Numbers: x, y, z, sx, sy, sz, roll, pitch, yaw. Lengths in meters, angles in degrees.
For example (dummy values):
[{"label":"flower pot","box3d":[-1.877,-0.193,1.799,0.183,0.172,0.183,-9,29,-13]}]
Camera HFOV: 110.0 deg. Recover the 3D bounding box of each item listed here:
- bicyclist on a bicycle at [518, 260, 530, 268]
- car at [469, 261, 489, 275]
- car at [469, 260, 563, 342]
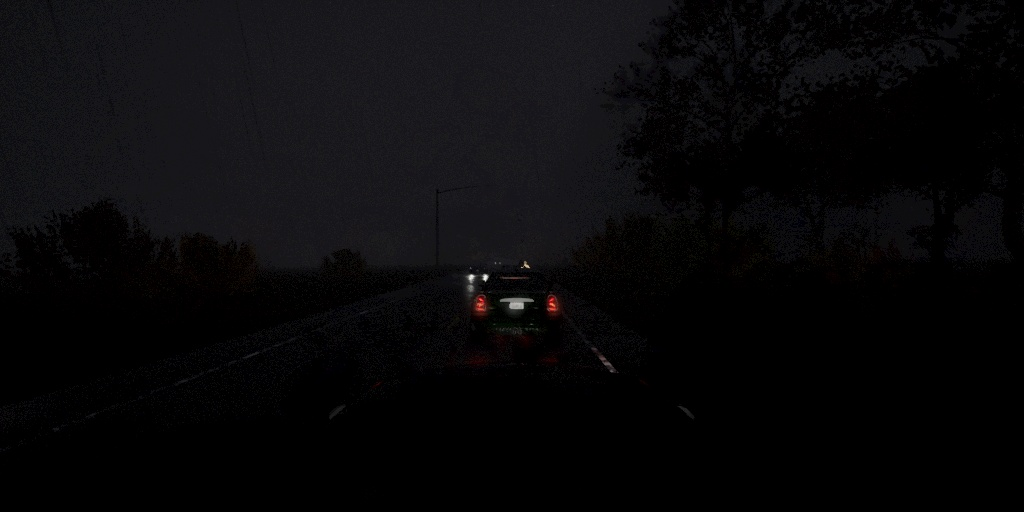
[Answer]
[{"label":"bicyclist on a bicycle","box3d":[0.956,1.177,25.736,0.866,1.612,1.509,0,0,1]},{"label":"car","box3d":[-3.654,1.262,39.953,1.812,1.442,4.674,0,0,0]},{"label":"car","box3d":[0.107,1.099,9.913,2.097,1.767,4.553,0,0,0]}]
